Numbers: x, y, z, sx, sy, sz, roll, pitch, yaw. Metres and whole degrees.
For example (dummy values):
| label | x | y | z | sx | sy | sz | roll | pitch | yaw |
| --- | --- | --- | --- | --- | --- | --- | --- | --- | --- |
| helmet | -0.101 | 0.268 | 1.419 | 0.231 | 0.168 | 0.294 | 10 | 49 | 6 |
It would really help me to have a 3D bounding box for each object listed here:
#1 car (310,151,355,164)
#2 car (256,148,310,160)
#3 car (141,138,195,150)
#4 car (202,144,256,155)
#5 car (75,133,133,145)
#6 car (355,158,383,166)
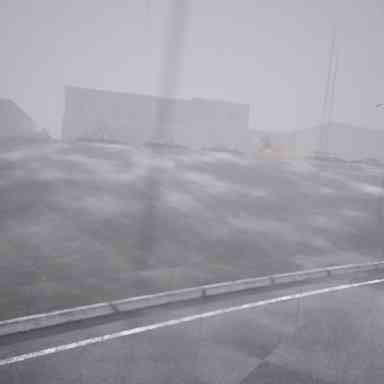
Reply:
| label | x | y | z | sx | sy | sz | roll | pitch | yaw |
| --- | --- | --- | --- | --- | --- | --- | --- | --- | --- |
| car | 13.893 | -3.311 | 34.354 | 4.553 | 1.767 | 2.185 | 3 | -1 | -16 |
| car | 8.587 | -3.463 | 32.822 | 5.008 | 1.535 | 2.097 | 3 | -1 | -15 |
| car | -2.155 | -4.011 | 30.094 | 4.892 | 1.521 | 2.231 | 3 | -1 | -13 |
| car | 3.229 | -3.700 | 31.400 | 4.674 | 1.452 | 2.002 | 3 | -1 | -14 |
| car | -7.537 | -4.261 | 28.895 | 4.892 | 1.521 | 2.231 | 3 | -1 | -12 |
| car | 19.344 | -2.868 | 36.066 | 4.792 | 1.488 | 2.163 | 3 | -1 | -17 |
